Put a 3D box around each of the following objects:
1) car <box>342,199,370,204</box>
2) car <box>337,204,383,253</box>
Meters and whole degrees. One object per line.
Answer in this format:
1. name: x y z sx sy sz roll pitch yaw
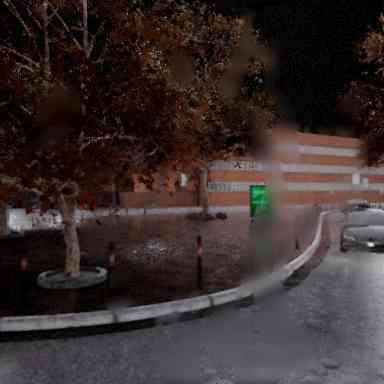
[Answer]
1. car: 17.306 1.492 35.123 1.837 1.490 4.892 -2 -1 44
2. car: 6.869 1.445 13.057 1.837 1.490 4.892 0 1 25
